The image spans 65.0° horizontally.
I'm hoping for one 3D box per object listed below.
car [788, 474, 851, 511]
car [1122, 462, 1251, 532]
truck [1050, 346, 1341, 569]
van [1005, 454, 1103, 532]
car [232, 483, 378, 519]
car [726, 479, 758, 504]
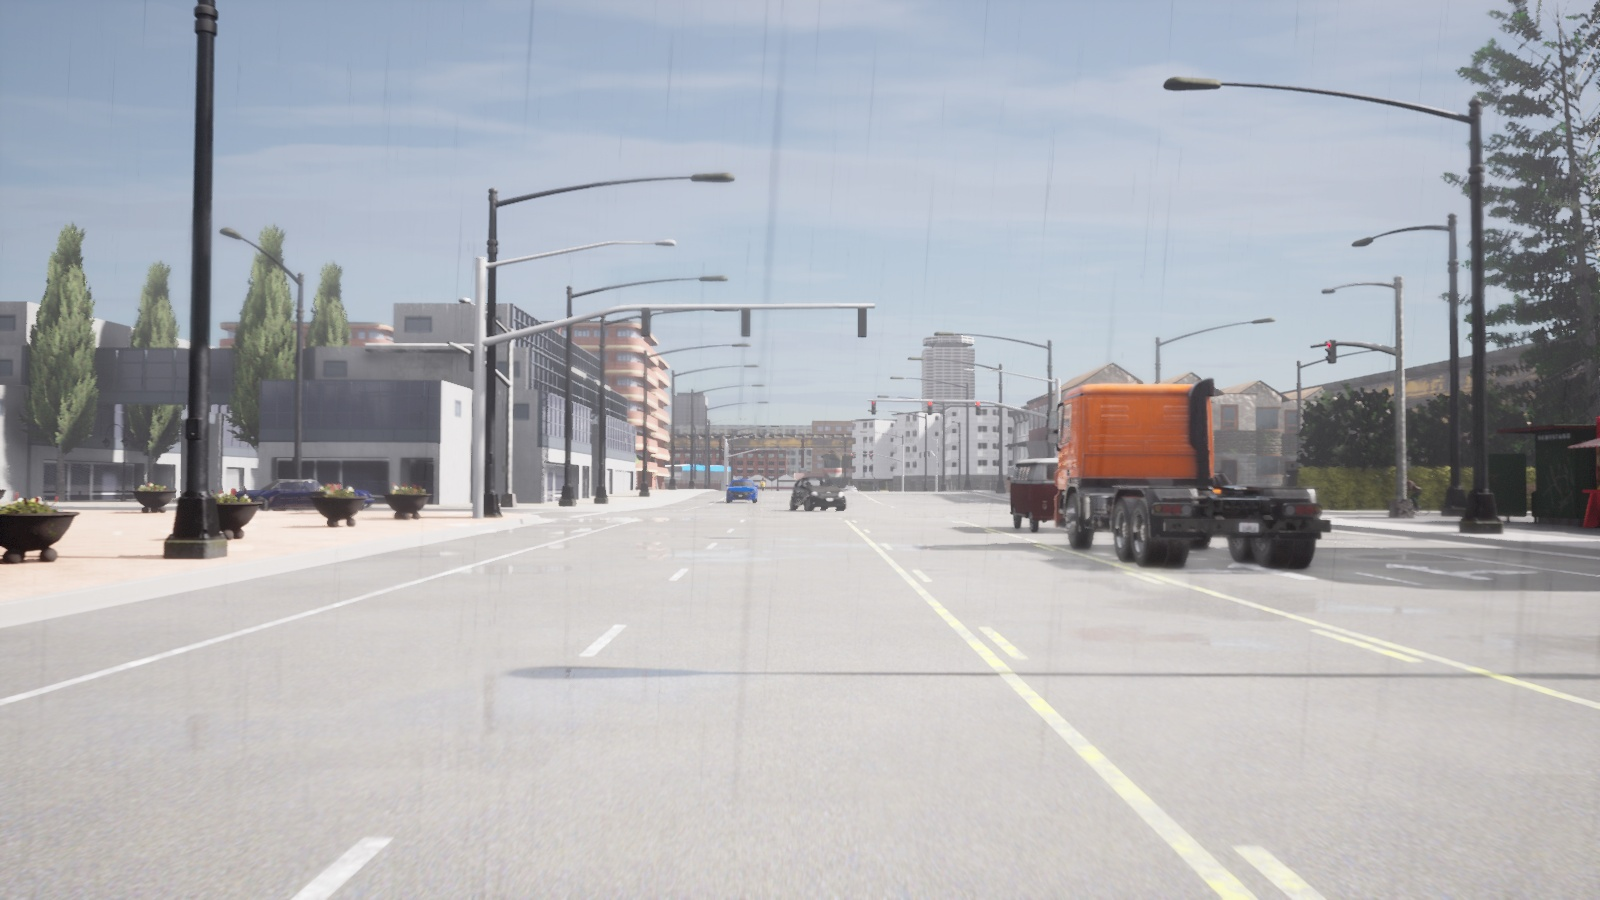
[{"bbox_3d":[0.854,1.950,57.564,1.851,1.617,3.988,0,-2,-15],"label":"car"},{"bbox_3d":[10.418,1.239,34.247,2.097,1.767,4.553,0,-1,0],"label":"car"},{"bbox_3d":[6.941,0.201,23.503,2.891,3.462,7.936,0,-1,0],"label":"truck"},{"bbox_3d":[6.916,1.157,34.580,1.775,1.987,4.442,0,-1,0],"label":"van"},{"bbox_3d":[-18.475,1.898,47.045,4.718,1.301,1.895,0,-2,0],"label":"car"},{"bbox_3d":[-3.691,2.653,80.787,1.882,1.535,5.008,0,-1,0],"label":"car"}]
